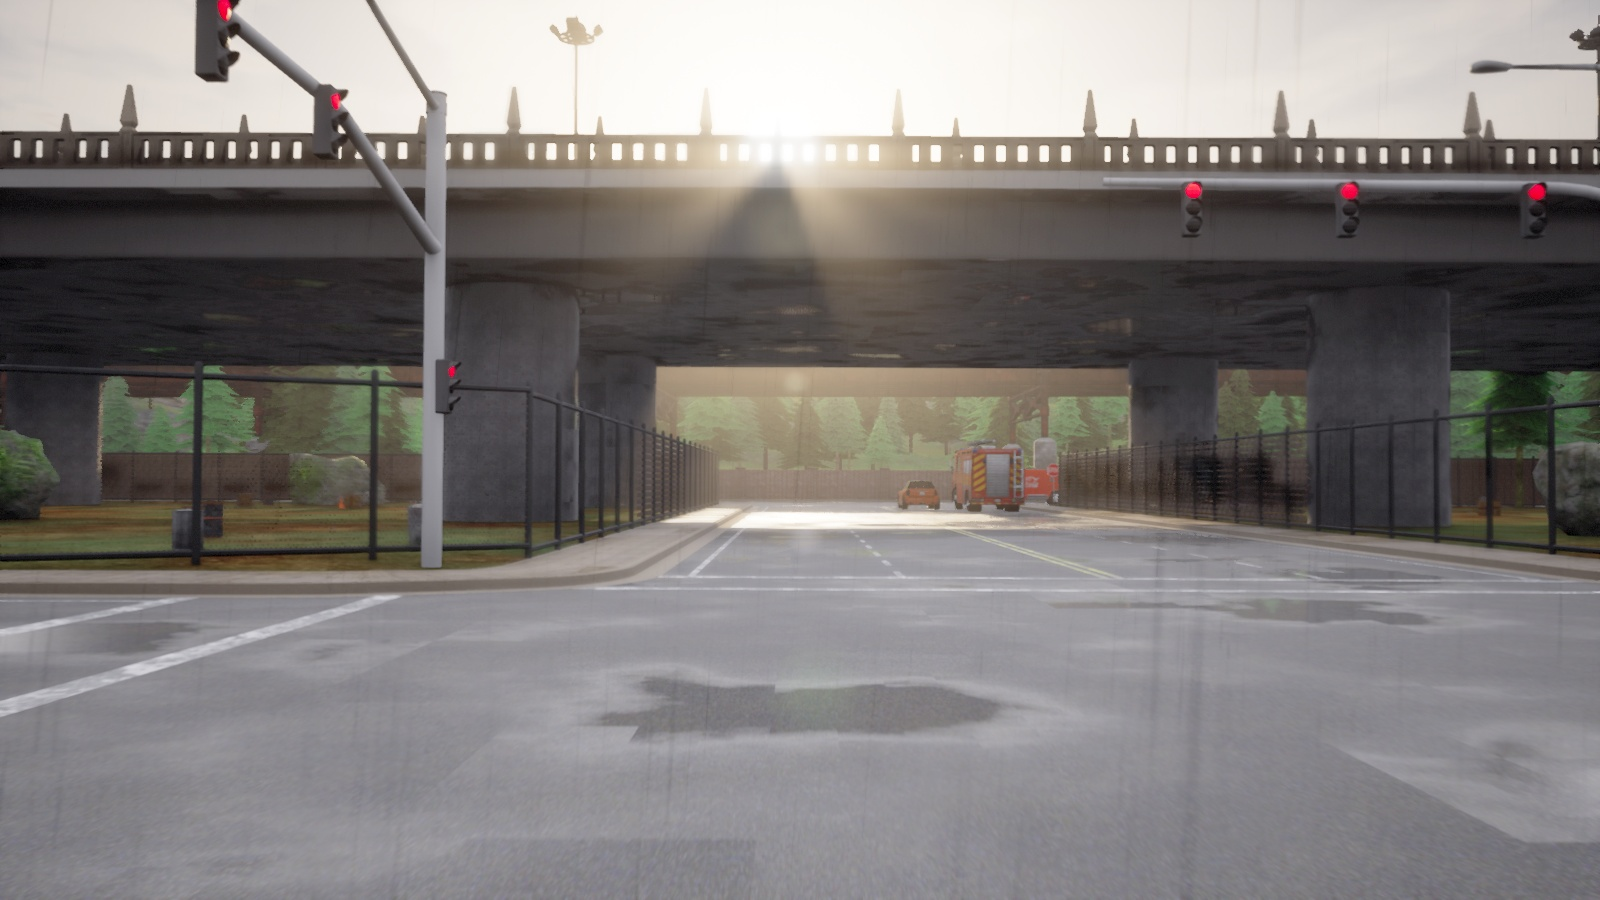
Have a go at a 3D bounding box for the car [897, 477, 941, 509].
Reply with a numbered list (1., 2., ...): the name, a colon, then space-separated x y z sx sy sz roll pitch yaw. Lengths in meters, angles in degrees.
1. car: 6.836 2.469 72.492 2.097 1.767 4.553 0 -1 0

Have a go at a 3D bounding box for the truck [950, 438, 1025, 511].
1. truck: 10.337 1.374 70.161 2.891 3.827 8.468 0 -1 0

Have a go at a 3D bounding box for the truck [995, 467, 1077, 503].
1. truck: 16.407 2.463 87.601 5.204 2.467 2.627 0 -1 1
